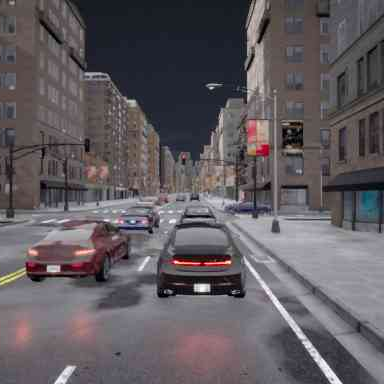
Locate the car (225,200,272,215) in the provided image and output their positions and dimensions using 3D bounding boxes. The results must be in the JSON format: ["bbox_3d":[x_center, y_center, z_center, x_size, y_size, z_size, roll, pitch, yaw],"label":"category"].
[{"bbox_3d":[5.695,1.583,33.854,4.674,1.442,1.812,0,0,10],"label":"car"}]

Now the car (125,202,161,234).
[{"bbox_3d":[-2.958,1.545,19.203,2.033,1.411,5.357,0,0,0],"label":"car"}]

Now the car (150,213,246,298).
[{"bbox_3d":[0.205,1.506,8.500,1.837,1.490,4.892,0,0,0],"label":"car"}]

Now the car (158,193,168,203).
[{"bbox_3d":[-5.961,1.177,66.757,2.150,2.045,5.566,0,0,1],"label":"car"}]

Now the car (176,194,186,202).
[{"bbox_3d":[-2.620,1.492,75.696,1.994,1.385,4.181,0,0,0],"label":"car"}]

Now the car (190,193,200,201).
[{"bbox_3d":[0.627,1.164,75.283,2.150,2.045,5.566,0,0,0],"label":"car"}]

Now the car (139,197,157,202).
[{"bbox_3d":[-6.211,1.581,44.134,1.895,1.301,4.718,0,0,0],"label":"car"}]

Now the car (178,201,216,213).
[{"bbox_3d":[0.291,1.490,17.896,2.128,1.511,4.902,0,0,-1],"label":"car"}]

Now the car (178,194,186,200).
[{"bbox_3d":[-2.542,1.244,85.699,1.882,1.535,5.008,0,0,0],"label":"car"}]

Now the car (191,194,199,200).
[{"bbox_3d":[0.708,1.244,85.673,1.882,1.535,5.008,0,0,0],"label":"car"}]

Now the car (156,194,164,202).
[{"bbox_3d":[-6.124,1.497,54.145,1.812,1.442,4.674,0,0,1],"label":"car"}]

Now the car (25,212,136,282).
[{"bbox_3d":[-3.026,1.526,9.636,1.812,1.442,4.674,0,0,1],"label":"car"}]
